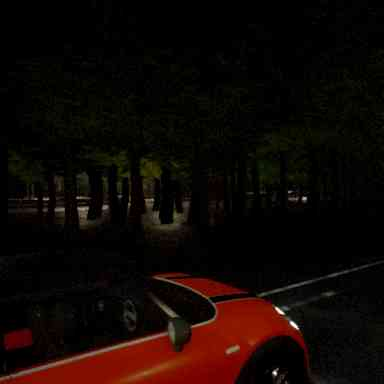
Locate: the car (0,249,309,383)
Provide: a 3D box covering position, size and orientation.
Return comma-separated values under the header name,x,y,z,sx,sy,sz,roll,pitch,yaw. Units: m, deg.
name,x,y,z,sx,sy,sz,roll,pitch,yaw
car,-1.006,1.342,3.030,4.553,1.767,2.097,-1,1,-35
